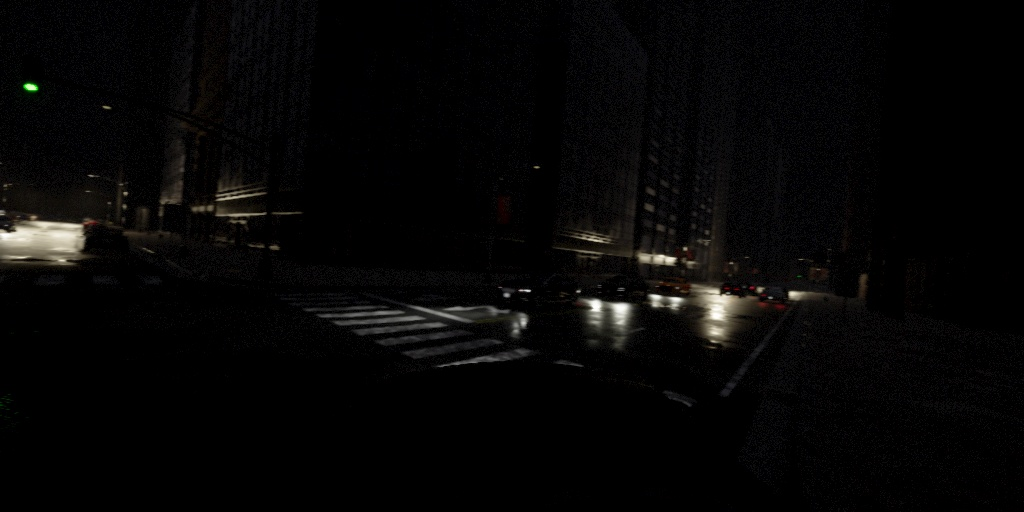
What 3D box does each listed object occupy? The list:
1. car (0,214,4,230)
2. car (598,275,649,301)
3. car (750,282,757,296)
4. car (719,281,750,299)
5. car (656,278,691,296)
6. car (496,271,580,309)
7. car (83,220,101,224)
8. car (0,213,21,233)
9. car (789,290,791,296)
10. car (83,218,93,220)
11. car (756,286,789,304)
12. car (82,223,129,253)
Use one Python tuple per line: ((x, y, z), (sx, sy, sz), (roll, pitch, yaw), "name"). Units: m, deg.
((-37.028, -2.094, 24.662), (4.674, 1.442, 1.812), (5, 1, 39), "car")
((7.394, 2.008, 23.483), (1.882, 1.535, 5.008), (5, 0, 40), "car")
((29.054, 3.936, 44.405), (2.097, 1.767, 4.553), (5, 0, 40), "car")
((22.344, 3.445, 36.246), (1.837, 1.490, 4.892), (5, 0, 40), "car")
((14.465, 2.688, 32.012), (1.882, 1.535, 5.008), (5, -1, 40), "car")
((1.336, 1.440, 16.174), (2.128, 1.511, 4.902), (5, 0, 39), "car")
((-37.882, -2.181, 32.812), (4.207, 1.307, 1.802), (0, 0, 40), "car")
((-44.626, -2.803, 31.053), (4.674, 1.442, 1.812), (5, 1, 41), "car")
((31.818, 4.331, 42.667), (1.837, 1.490, 4.892), (5, 0, 40), "car")
((-46.528, -3.027, 40.039), (4.507, 1.381, 1.888), (0, 0, 40), "car")
((24.985, 3.693, 34.351), (1.812, 1.442, 4.674), (5, 0, 39), "car")
((-24.910, -0.994, 21.971), (4.313, 1.339, 1.948), (0, 0, 40), "car")
